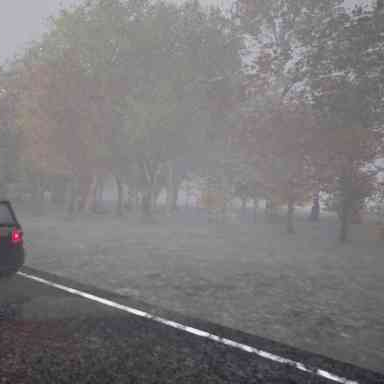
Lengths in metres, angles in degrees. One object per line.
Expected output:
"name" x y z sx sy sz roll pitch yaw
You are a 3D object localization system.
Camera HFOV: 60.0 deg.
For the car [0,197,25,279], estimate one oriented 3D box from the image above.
"car" -6.404 1.022 8.275 5.566 2.045 2.150 3 0 35
